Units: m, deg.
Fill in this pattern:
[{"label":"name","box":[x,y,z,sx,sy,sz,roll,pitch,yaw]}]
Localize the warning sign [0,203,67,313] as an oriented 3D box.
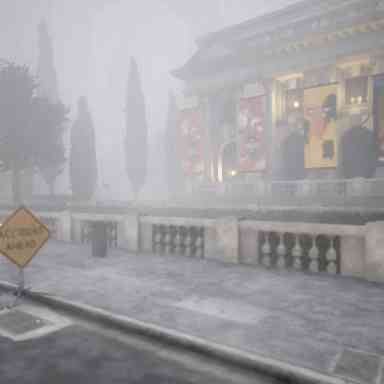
[{"label":"warning sign","box":[-3.403,1.177,6.640,1.060,1.860,1.300,-1,0,35]}]
